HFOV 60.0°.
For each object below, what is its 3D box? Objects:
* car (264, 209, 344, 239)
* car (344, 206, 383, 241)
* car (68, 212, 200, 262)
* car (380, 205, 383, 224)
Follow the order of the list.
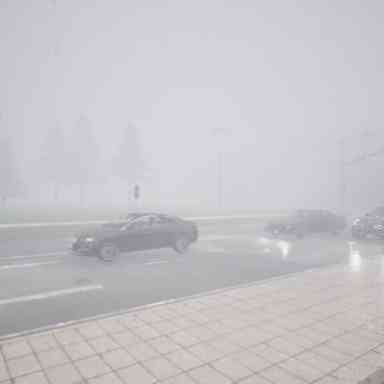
[{"bbox_3d":[6.418,1.652,18.347,5.357,1.411,2.033,0,0,-35],"label":"car"},{"bbox_3d":[9.992,1.470,16.647,4.553,1.767,2.097,0,0,-36],"label":"car"},{"bbox_3d":[-1.993,1.528,12.389,4.902,1.511,2.128,0,0,-35],"label":"car"},{"bbox_3d":[16.606,1.714,25.653,4.674,1.442,1.812,0,0,-36],"label":"car"}]
